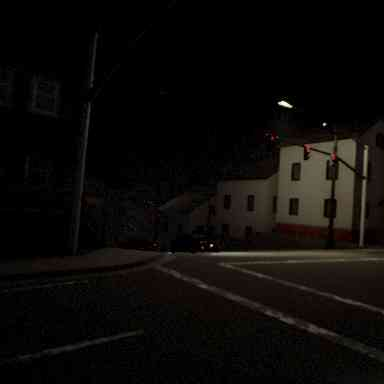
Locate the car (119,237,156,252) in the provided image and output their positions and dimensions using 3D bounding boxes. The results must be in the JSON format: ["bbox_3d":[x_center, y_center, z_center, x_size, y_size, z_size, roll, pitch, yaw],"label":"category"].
[{"bbox_3d":[-5.091,4.917,30.645,1.882,1.535,5.008,7,-15,-35],"label":"car"}]

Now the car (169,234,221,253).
[{"bbox_3d":[0.135,3.623,23.443,1.994,1.385,4.181,6,-12,-35],"label":"car"}]
